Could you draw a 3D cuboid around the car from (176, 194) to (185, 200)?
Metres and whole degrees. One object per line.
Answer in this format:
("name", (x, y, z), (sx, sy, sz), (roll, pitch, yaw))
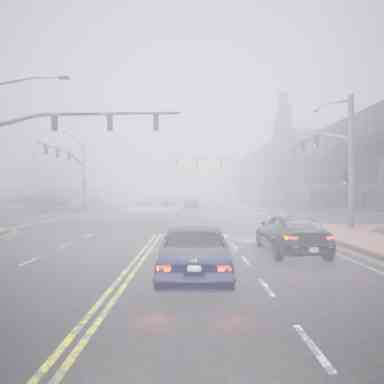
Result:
("car", (-2.808, 1.215, 82.334), (1.837, 1.490, 4.892), (0, 0, 2))

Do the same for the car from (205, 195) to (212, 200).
("car", (4.358, 1.413, 88.574), (1.994, 1.385, 4.181), (0, 0, 2))

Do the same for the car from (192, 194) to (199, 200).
("car", (0.859, 1.361, 88.664), (1.837, 1.490, 4.892), (0, 0, 2))

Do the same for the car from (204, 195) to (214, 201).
("car", (4.101, 1.499, 78.783), (1.994, 1.385, 4.181), (0, 0, 2))

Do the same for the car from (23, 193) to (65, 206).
("car", (-21.472, 1.123, 48.437), (4.605, 1.855, 1.932), (0, 0, 0))

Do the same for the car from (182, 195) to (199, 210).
("car", (-0.087, 1.450, 42.656), (1.882, 1.535, 5.008), (0, 0, 0))

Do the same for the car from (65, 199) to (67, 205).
("car", (-21.416, 1.124, 51.331), (3.866, 1.878, 1.905), (0, 0, 0))

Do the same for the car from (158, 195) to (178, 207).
("car", (-3.677, 1.568, 51.405), (1.895, 1.301, 4.718), (0, 0, 1))

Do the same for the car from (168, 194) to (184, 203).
("car", (-3.221, 1.520, 67.287), (1.994, 1.385, 4.181), (0, 0, 2))

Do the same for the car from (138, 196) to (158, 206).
("car", (-7.165, 1.458, 51.926), (2.128, 1.511, 4.902), (0, 0, 1))

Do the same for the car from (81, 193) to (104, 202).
("car", (-21.442, 1.111, 70.955), (3.866, 1.878, 1.905), (0, 0, 0))

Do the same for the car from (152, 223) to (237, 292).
("car", (0.060, 1.542, 9.010), (2.033, 1.411, 5.357), (0, 0, 0))

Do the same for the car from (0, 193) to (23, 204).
("car", (-38.962, 1.108, 70.945), (4.605, 1.855, 1.932), (0, 0, 0))

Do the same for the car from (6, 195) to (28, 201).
("car", (-38.896, 1.317, 73.841), (3.905, 1.438, 1.784), (0, 0, 0))

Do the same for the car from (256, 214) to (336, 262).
("car", (3.566, 1.518, 12.000), (1.812, 1.442, 4.674), (0, 0, 0))
